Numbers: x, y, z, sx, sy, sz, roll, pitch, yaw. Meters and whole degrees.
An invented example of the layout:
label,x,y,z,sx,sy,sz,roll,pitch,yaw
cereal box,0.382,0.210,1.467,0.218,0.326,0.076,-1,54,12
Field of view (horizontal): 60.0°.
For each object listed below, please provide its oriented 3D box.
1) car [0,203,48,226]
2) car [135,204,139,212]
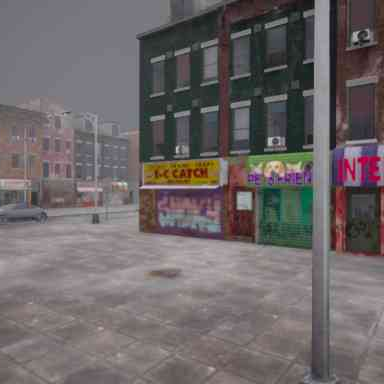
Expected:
label,x,y,z,sx,sy,sz,roll,pitch,yaw
car,-12.338,1.489,23.183,1.994,1.385,4.181,0,0,35
car,-3.850,1.449,35.096,1.895,1.301,4.718,0,0,35
